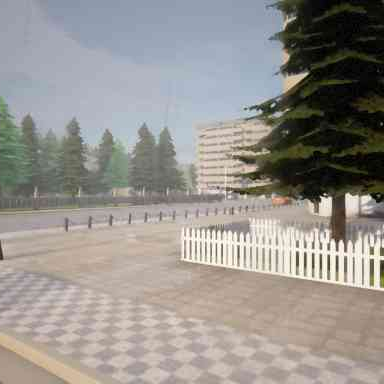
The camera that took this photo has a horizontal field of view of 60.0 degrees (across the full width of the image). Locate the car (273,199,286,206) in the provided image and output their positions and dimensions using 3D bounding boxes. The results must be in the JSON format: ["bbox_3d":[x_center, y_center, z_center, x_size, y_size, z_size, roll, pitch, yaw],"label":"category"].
[{"bbox_3d":[15.474,1.352,56.669,2.097,1.767,4.553,0,0,36],"label":"car"}]
